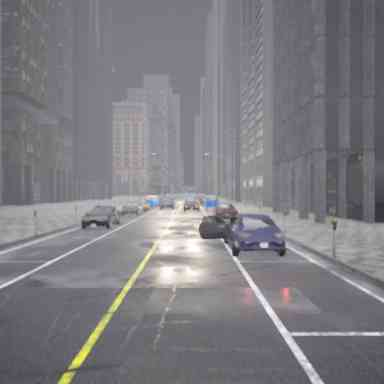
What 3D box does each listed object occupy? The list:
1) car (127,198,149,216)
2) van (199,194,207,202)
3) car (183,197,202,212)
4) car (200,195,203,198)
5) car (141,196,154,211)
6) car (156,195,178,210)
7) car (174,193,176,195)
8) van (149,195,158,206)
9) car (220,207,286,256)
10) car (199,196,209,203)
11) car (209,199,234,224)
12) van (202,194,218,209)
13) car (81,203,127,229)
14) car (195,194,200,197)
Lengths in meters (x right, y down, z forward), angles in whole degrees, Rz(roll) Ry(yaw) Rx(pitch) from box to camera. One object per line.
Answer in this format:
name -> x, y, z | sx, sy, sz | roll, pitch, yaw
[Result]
car -> -5.874, 1.580, 33.122 | 2.008, 1.369, 4.403 | 0, 0, 0
van -> 2.504, 1.411, 78.280 | 1.690, 1.788, 3.998 | 0, 0, 0
car -> -0.061, 1.636, 38.920 | 1.895, 1.301, 4.718 | 0, 0, 0
car -> 2.560, 1.638, 61.358 | 1.802, 1.307, 4.206 | 0, 0, 0
car -> -5.892, 1.560, 38.593 | 1.752, 1.417, 4.829 | 0, 0, 0
car -> -3.215, 1.545, 43.220 | 1.837, 1.490, 4.892 | 0, 0, 0
car -> -6.057, 1.622, 89.531 | 1.887, 1.381, 4.507 | 0, 0, 0
van -> -5.911, 1.381, 44.404 | 1.690, 1.788, 3.998 | 0, 0, 0
car -> 2.309, 1.538, 12.976 | 1.812, 1.442, 4.674 | 0, 0, 0
car -> 2.524, 1.631, 72.639 | 1.947, 1.339, 4.313 | 0, 0, 0
car -> 2.670, 1.570, 27.514 | 1.887, 1.381, 4.507 | 0, 0, 0
van -> 2.614, 1.382, 44.436 | 1.690, 1.788, 3.998 | 0, 0, 0
car -> -5.837, 1.585, 21.841 | 1.947, 1.339, 4.313 | 0, 0, 0
car -> -0.159, 1.522, 49.219 | 1.882, 1.535, 5.008 | 0, 0, 0
